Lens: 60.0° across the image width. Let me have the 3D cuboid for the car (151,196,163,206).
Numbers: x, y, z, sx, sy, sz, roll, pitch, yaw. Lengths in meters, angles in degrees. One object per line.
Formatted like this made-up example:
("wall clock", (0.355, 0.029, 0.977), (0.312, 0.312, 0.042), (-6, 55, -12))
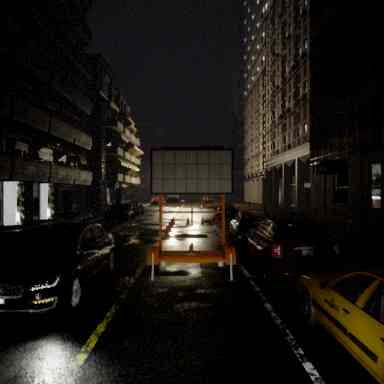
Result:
("car", (-5.689, 1.460, 54.832), (1.967, 1.590, 4.097), (0, 0, 0))

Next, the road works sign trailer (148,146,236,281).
("road works sign trailer", (0.001, 0.464, 9.803), (2.380, 3.560, 2.880), (0, 0, 0))

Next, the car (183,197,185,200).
("car", (-2.996, 1.633, 89.804), (1.994, 1.385, 4.181), (0, 0, 0))

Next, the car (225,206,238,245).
("car", (2.690, 1.551, 15.293), (2.008, 1.369, 4.403), (0, 0, 0))

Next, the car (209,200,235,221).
("car", (2.691, 1.569, 26.590), (1.947, 1.339, 4.313), (0, 0, 0))

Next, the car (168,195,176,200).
("car", (-5.687, 1.611, 94.372), (2.008, 1.369, 4.403), (0, 0, 0))

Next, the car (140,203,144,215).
("car", (-5.690, 1.531, 32.069), (1.752, 1.417, 4.829), (0, 0, 0))

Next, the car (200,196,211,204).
("car", (2.692, 1.580, 66.130), (2.008, 1.369, 4.403), (0, 0, 0))

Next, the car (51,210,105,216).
("car", (-5.690, 1.551, 15.292), (2.008, 1.369, 4.403), (0, 0, 0))

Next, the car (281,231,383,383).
("car", (2.690, 1.525, 4.166), (1.752, 1.417, 4.829), (0, 0, 0))

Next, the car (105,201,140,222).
("car", (-5.690, 1.569, 26.590), (1.947, 1.339, 4.313), (0, 0, 0))

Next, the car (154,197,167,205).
("car", (-5.689, 1.606, 60.481), (1.802, 1.307, 4.206), (0, 0, 0))

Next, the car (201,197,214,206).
("car", (2.692, 1.565, 54.832), (1.887, 1.381, 4.507), (0, 0, 0))

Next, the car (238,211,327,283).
("car", (2.690, 1.440, 9.643), (1.967, 1.590, 4.097), (0, 0, 0))

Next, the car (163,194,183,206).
("car", (-2.997, 1.280, 53.678), (2.150, 2.045, 5.566), (0, 0, 0))

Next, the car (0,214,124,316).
("car", (-3.100, 1.505, 7.777), (1.837, 1.490, 4.892), (0, 0, 0))

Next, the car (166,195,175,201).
("car", (-5.688, 1.604, 88.724), (2.008, 1.369, 4.403), (0, 0, 0))
